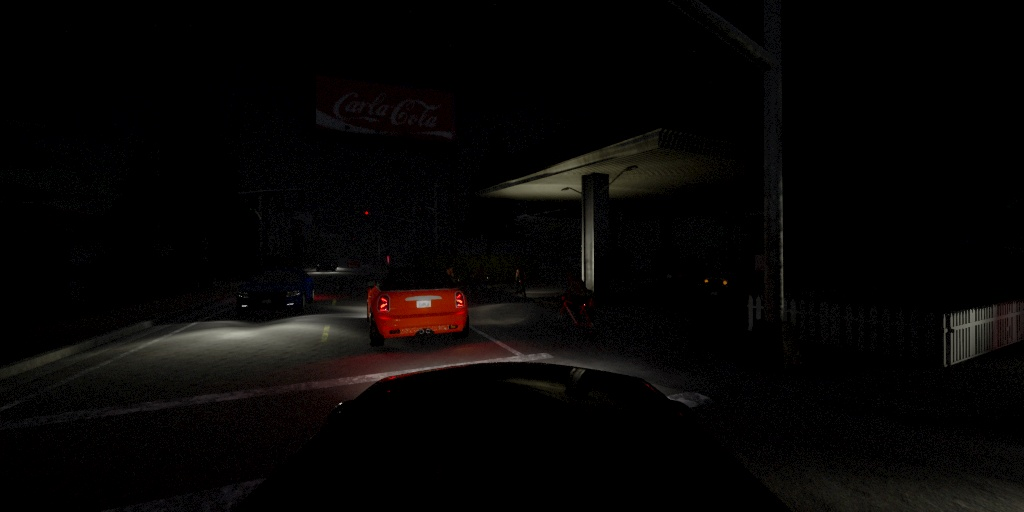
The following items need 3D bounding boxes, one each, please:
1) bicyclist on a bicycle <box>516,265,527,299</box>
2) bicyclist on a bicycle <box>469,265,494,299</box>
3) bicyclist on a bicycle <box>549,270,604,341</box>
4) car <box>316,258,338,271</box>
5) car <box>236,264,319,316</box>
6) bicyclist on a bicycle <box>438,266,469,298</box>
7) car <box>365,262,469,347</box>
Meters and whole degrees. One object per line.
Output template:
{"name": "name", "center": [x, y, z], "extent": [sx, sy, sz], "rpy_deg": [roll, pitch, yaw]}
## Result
{"name": "bicyclist on a bicycle", "center": [0.464, 1.294, 18.014], "extent": [0.582, 1.620, 1.656], "rpy_deg": [0, 0, 15]}
{"name": "bicyclist on a bicycle", "center": [-1.642, 1.296, 17.860], "extent": [1.656, 1.620, 0.582], "rpy_deg": [1, 0, -22]}
{"name": "bicyclist on a bicycle", "center": [1.551, 1.188, 8.824], "extent": [0.582, 1.620, 1.656], "rpy_deg": [3, -2, -44]}
{"name": "car", "center": [-24.188, 1.106, 46.702], "extent": [2.097, 1.767, 4.553], "rpy_deg": [0, 0, -25]}
{"name": "car", "center": [-8.723, 1.192, 13.559], "extent": [1.882, 1.535, 5.008], "rpy_deg": [1, -1, -24]}
{"name": "bicyclist on a bicycle", "center": [-2.924, 1.267, 16.453], "extent": [1.656, 1.620, 0.582], "rpy_deg": [1, 0, 36]}
{"name": "car", "center": [-2.672, 1.022, 9.438], "extent": [2.097, 1.767, 4.553], "rpy_deg": [0, 0, -23]}
